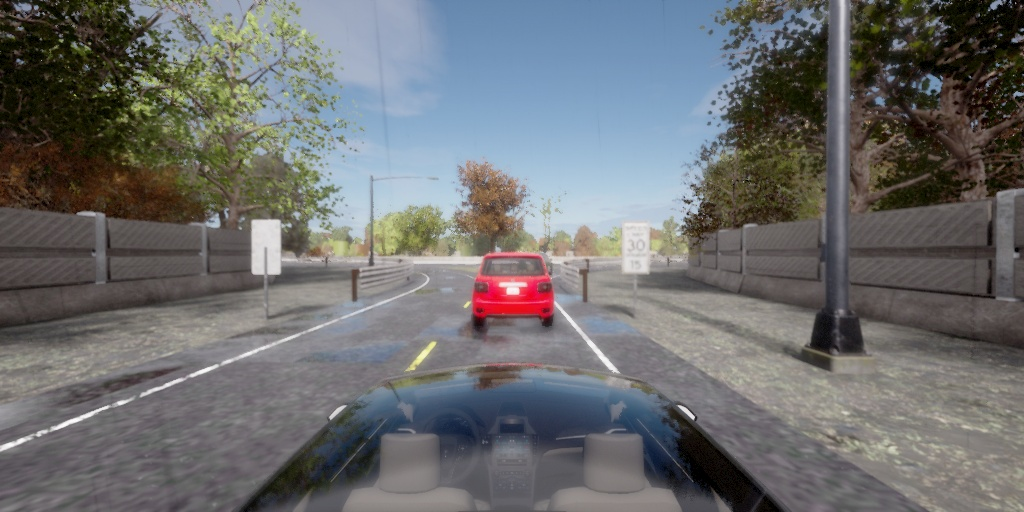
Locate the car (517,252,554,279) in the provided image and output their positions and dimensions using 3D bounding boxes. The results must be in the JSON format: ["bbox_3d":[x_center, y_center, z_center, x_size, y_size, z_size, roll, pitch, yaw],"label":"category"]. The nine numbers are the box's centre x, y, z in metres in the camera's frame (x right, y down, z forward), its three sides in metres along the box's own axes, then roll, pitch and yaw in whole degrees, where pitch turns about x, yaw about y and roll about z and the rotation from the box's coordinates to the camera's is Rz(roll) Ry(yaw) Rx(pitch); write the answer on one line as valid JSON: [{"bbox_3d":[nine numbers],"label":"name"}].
[{"bbox_3d":[2.147,0.732,30.746,2.150,2.045,5.566,0,0,15],"label":"car"}]

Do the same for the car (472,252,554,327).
[{"bbox_3d":[0.045,0.895,11.281,2.150,2.045,5.566,0,1,0],"label":"car"}]
